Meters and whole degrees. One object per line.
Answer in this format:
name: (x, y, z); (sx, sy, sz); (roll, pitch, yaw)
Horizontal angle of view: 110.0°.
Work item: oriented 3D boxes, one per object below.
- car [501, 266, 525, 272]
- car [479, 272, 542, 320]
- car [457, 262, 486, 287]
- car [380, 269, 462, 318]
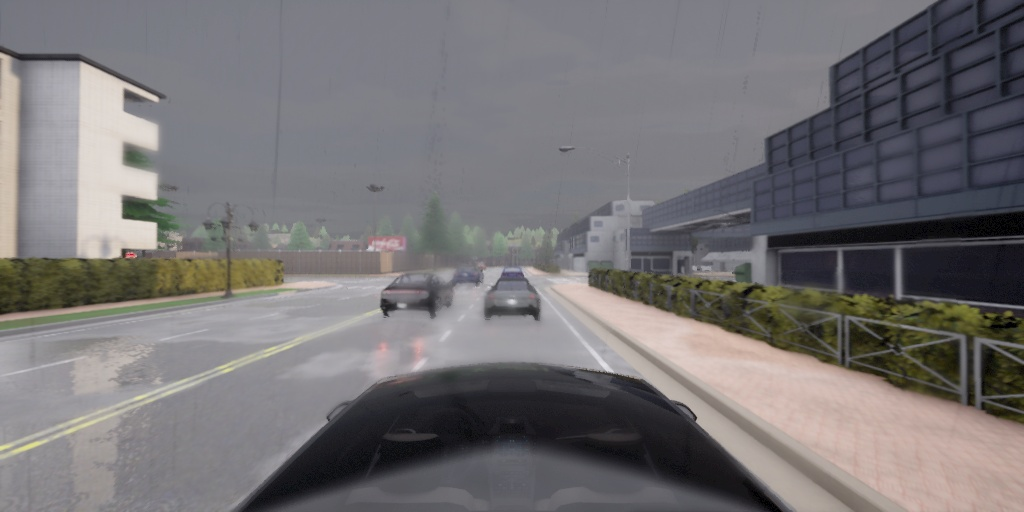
car: (0.054, 1.617, 30.315); (1.882, 1.535, 5.008); (0, 0, 1)
car: (0.038, 1.474, 13.458); (1.994, 1.385, 4.181); (0, -1, 1)
car: (-3.456, 1.473, 29.032); (2.097, 1.767, 4.553); (0, -1, 0)
car: (-3.458, 1.406, 13.802); (2.128, 1.511, 4.902); (0, -1, 1)
